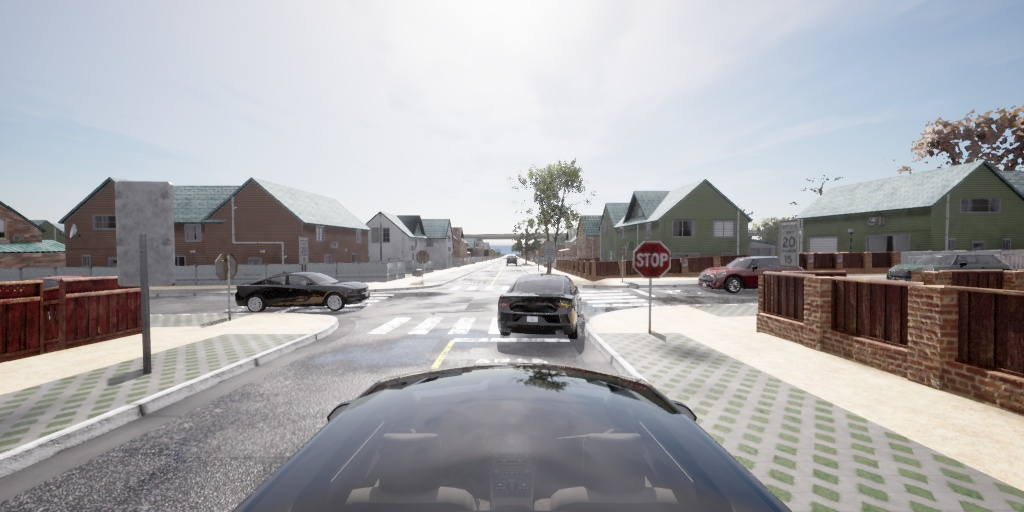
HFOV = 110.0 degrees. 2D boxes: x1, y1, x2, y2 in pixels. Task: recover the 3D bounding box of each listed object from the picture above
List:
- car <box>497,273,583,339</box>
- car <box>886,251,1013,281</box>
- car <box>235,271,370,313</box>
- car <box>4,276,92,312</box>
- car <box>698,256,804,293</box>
[{"bbox_3d":[0.955,1.224,10.207,1.882,1.535,5.008,0,0,12],"label":"car"},{"bbox_3d":[21.696,0.646,17.894,4.553,1.767,2.097,-1,2,0],"label":"car"},{"bbox_3d":[-8.473,1.376,14.730,5.008,1.535,1.882,-1,2,0],"label":"car"},{"bbox_3d":[-18.026,1.546,14.665,5.008,1.535,1.882,-1,2,0],"label":"car"},{"bbox_3d":[11.801,0.820,17.820,4.553,1.767,2.097,-1,2,0],"label":"car"}]
